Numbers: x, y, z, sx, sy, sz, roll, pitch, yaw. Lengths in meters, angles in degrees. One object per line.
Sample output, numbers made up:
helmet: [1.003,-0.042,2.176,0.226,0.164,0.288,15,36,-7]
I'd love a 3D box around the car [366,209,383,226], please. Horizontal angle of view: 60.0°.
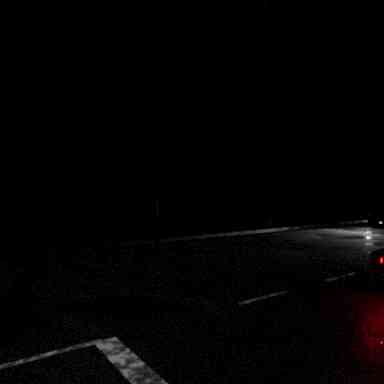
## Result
car: [13.787,1.639,22.446,4.718,1.301,1.895,0,0,-36]

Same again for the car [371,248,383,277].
car: [6.621,1.617,8.469,4.718,1.301,1.895,0,0,-35]
